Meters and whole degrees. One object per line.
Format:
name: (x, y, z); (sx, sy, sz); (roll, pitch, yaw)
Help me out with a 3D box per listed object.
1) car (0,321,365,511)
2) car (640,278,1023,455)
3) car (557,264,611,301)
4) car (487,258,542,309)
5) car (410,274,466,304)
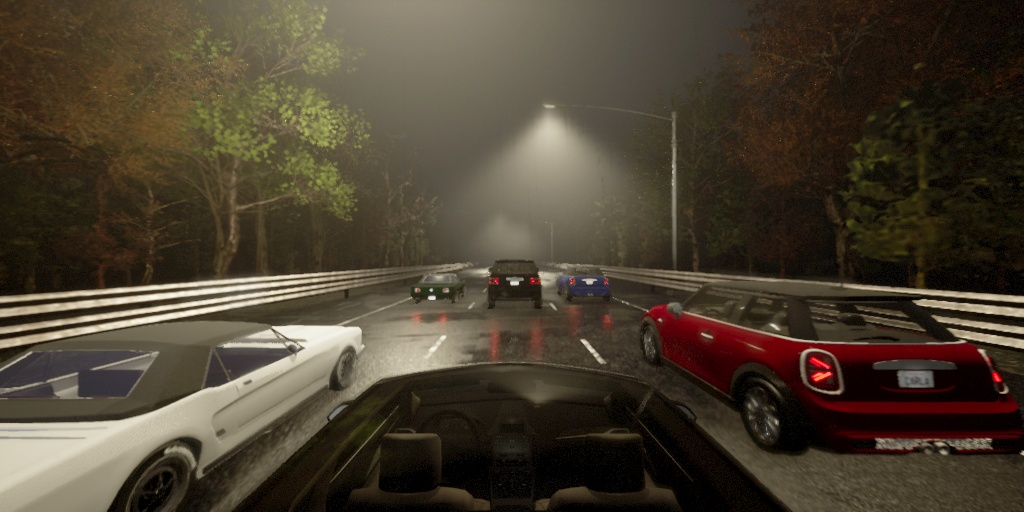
car: (-3.400, 1.375, 3.910); (1.895, 1.301, 4.718); (0, -1, 0)
car: (3.597, 1.141, 5.316); (2.097, 1.767, 4.553); (0, -1, 0)
car: (3.600, 1.284, 18.755); (2.097, 1.767, 4.553); (0, -1, 0)
car: (0.101, 1.129, 16.124); (2.150, 2.045, 5.566); (0, 0, 0)
car: (-3.402, 1.521, 17.503); (1.895, 1.301, 4.718); (0, -1, 0)
